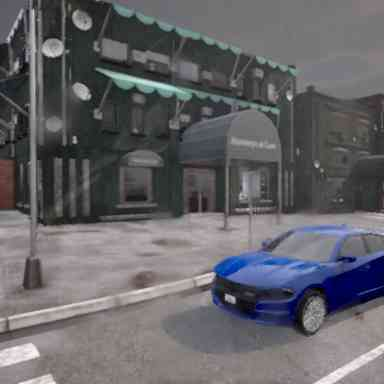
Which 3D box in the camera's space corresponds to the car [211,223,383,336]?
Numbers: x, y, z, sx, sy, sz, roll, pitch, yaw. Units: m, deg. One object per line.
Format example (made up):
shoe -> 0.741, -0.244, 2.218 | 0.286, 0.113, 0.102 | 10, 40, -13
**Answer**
car -> 2.662, 1.447, 6.784 | 5.008, 1.535, 1.882 | 0, 0, -35
